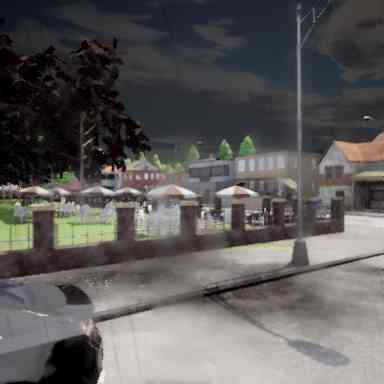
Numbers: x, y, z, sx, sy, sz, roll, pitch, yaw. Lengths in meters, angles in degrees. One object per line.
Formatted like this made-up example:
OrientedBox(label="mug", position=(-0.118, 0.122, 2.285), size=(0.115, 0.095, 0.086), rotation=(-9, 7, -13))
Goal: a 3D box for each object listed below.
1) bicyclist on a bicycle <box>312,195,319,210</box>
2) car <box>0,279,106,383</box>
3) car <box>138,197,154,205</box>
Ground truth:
OrientedBox(label="bicyclist on a bicycle", position=(12.828, 1.157, 35.013), size=(1.656, 1.620, 0.582), rotation=(-1, 0, -35))
OrientedBox(label="car", position=(-3.124, 1.500, 2.382), size=(4.902, 1.511, 2.128), rotation=(0, 0, -35))
OrientedBox(label="car", position=(-6.730, 1.412, 48.270), size=(2.033, 1.411, 5.357), rotation=(0, 0, -35))
